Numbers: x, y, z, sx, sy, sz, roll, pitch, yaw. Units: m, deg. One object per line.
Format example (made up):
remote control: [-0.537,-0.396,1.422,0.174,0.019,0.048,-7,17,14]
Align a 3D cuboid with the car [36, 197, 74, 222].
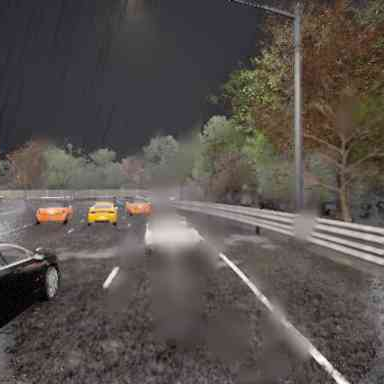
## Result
car: [-10.296,1.454,25.272,2.097,1.767,4.553,0,0,-13]

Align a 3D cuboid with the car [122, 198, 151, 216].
car: [-5.581,1.450,33.983,2.097,1.767,4.553,0,0,-17]

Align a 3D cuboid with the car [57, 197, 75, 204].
car: [-28.205,1.813,74.204,2.128,1.511,4.902,0,0,-42]

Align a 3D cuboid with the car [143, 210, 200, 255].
car: [-0.922,1.634,13.493,1.895,1.301,4.718,0,0,-7]

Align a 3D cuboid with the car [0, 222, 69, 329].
car: [-3.731,1.521,5.418,2.128,1.511,4.902,0,0,-3]

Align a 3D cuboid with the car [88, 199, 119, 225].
car: [-6.577,1.561,24.749,1.882,1.535,5.008,0,0,-13]

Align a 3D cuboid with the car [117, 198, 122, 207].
car: [-10.402,1.644,48.651,2.128,1.511,4.902,0,0,-19]
